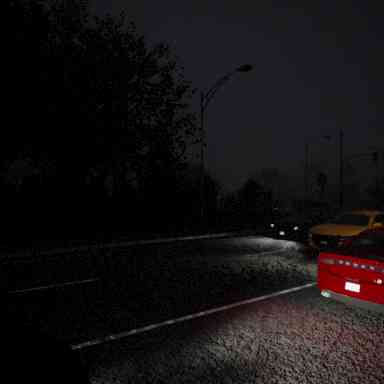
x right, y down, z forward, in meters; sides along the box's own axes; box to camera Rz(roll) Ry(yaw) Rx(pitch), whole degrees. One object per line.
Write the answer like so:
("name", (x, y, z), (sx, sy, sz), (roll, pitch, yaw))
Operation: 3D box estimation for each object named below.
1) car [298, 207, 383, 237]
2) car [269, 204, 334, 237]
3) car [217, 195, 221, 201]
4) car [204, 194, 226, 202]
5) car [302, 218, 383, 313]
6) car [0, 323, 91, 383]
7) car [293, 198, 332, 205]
("car", (6.586, 1.477, 12.949), (5.008, 1.535, 1.882), (0, 0, -35))
("car", (6.379, 1.547, 17.094), (5.357, 1.411, 2.033), (0, 0, -35))
("car", (3.918, 1.454, 56.637), (1.812, 1.442, 4.674), (0, 1, -32))
("car", (4.743, 1.292, 68.783), (2.128, 1.511, 4.902), (0, 1, -33))
("car", (4.768, 1.478, 7.124), (5.008, 1.535, 1.882), (0, 0, -35))
("car", (-2.985, 1.492, 1.625), (4.902, 1.511, 2.128), (0, 0, -35))
("car", (14.466, 1.477, 39.825), (1.882, 1.535, 5.008), (0, 0, -33))
